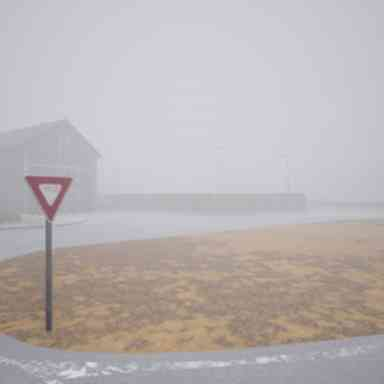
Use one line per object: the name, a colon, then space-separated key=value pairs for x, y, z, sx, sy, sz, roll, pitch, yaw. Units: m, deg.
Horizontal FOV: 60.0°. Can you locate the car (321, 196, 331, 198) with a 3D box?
car: x=33.994 y=1.732 z=84.043 sx=2.242 sy=1.667 sz=4.611 roll=0 pitch=0 yaw=35
